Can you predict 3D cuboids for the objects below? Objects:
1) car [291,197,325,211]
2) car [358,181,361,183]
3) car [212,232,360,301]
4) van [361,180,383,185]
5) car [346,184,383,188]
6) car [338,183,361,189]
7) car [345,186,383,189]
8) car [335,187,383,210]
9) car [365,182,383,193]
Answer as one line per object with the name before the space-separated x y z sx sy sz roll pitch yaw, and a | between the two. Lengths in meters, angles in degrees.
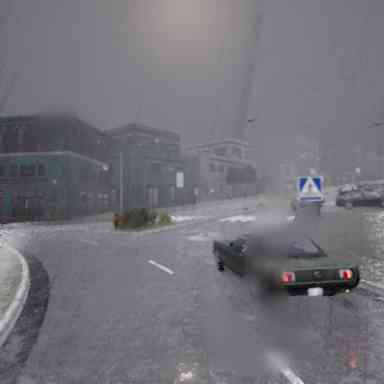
car | 11.176 0.936 31.884 2.128 1.511 4.902 -3 1 39
car | 25.099 -0.489 53.471 1.882 1.535 5.008 -3 1 41
car | 1.931 1.671 8.544 1.895 1.301 4.718 0 -1 -11
van | 21.243 -0.114 36.129 4.442 1.987 1.878 -3 1 21
car | 18.996 0.311 33.928 5.366 1.575 1.946 -3 2 21
car | 20.318 0.055 42.737 1.882 1.535 5.008 -3 2 40
car | 17.197 0.532 31.554 4.674 1.452 2.002 -3 2 21
car | 15.211 0.681 29.254 4.892 1.521 2.231 -3 1 21
car | 29.722 -0.752 53.833 1.994 1.385 4.181 -3 1 41
